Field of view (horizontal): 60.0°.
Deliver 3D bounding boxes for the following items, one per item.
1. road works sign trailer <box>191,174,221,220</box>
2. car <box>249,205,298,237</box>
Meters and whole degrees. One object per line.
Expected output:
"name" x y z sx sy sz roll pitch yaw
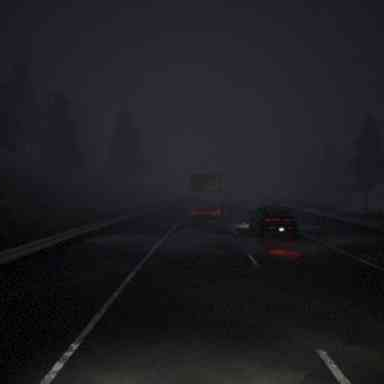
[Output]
"road works sign trailer" 1.162 0.336 26.972 2.380 3.560 2.880 0 0 6
"car" 4.179 1.424 17.438 1.837 1.490 4.892 0 0 3
